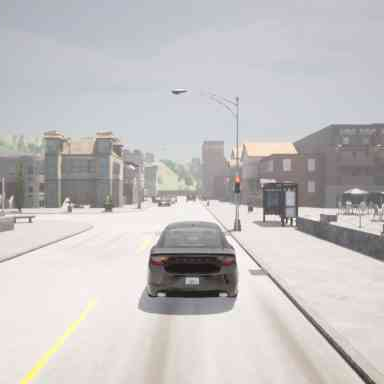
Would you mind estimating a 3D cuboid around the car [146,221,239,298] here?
[{"bbox_3d":[0.027,1.478,8.575,1.882,1.535,5.008,0,0,0],"label":"car"}]

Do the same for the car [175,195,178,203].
[{"bbox_3d":[-4.229,1.352,61.120,2.097,1.767,4.553,0,0,0],"label":"car"}]

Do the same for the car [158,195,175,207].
[{"bbox_3d":[-4.233,1.491,52.020,2.128,1.511,4.902,0,0,0],"label":"car"}]

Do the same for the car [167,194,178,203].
[{"bbox_3d":[-4.190,1.355,71.183,2.097,1.767,4.553,0,0,0],"label":"car"}]

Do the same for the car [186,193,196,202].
[{"bbox_3d":[-0.205,1.216,76.702,2.150,2.045,5.566,0,0,0],"label":"car"}]

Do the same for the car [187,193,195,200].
[{"bbox_3d":[-0.234,1.187,87.062,2.097,1.767,4.553,0,0,0],"label":"car"}]
